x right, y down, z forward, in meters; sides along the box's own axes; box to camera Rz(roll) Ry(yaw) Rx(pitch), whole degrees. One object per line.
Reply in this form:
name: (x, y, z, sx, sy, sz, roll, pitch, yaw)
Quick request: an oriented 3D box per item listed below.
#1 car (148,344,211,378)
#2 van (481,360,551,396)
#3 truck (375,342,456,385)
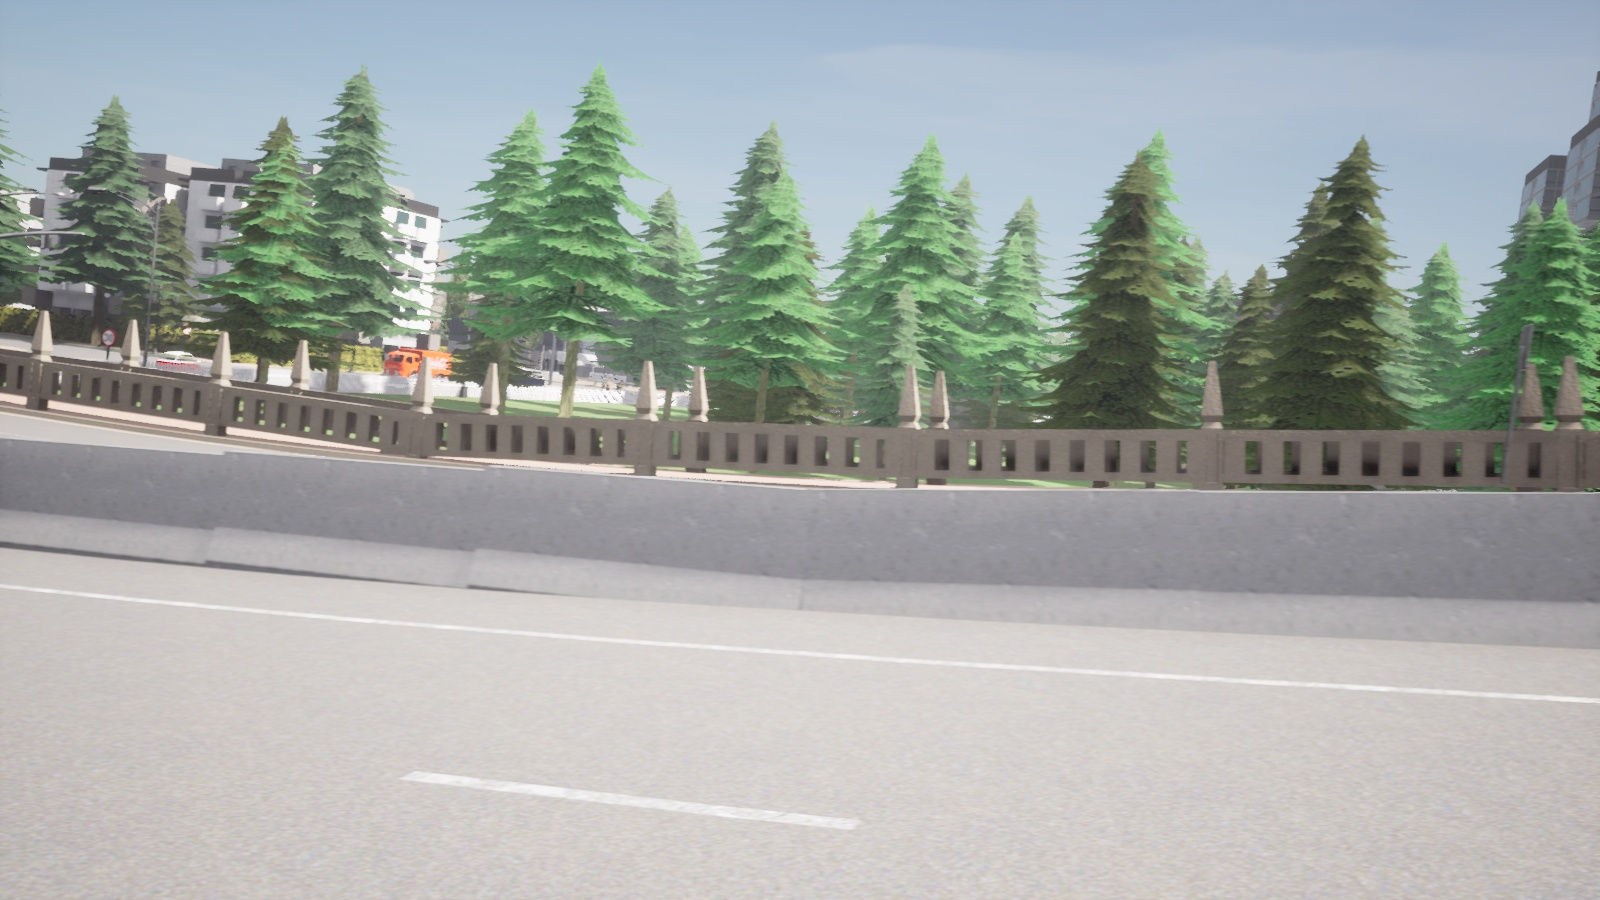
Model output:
car: (-29.833, -4.286, 60.400, 1.481, 1.376, 2.207, 8, 4, 20)
van: (-20.602, -5.217, 91.239, 2.069, 2.038, 4.480, 9, 4, 37)
truck: (-26.962, -6.045, 88.291, 2.627, 2.467, 5.204, 8, 3, 20)
